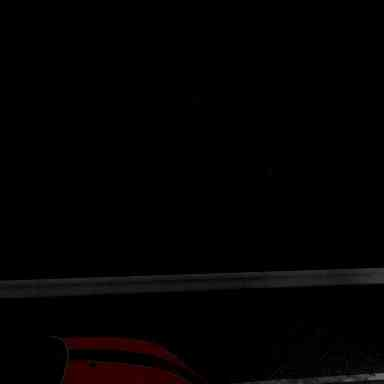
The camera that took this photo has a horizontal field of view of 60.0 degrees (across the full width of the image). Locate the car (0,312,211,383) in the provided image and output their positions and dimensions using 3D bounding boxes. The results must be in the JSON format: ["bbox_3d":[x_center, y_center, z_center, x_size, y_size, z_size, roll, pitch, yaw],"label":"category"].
[{"bbox_3d":[-1.874,1.352,1.640,4.553,1.767,2.097,0,0,-6],"label":"car"}]
